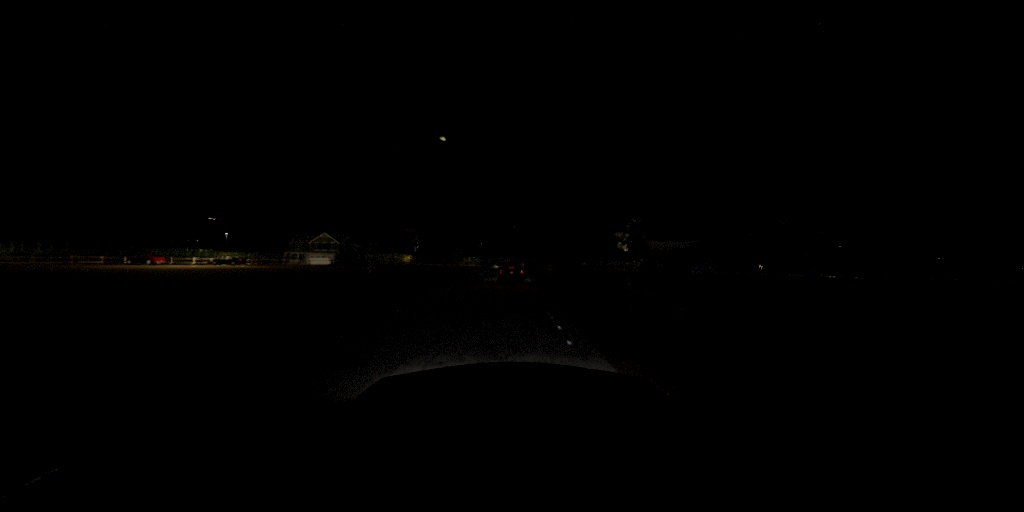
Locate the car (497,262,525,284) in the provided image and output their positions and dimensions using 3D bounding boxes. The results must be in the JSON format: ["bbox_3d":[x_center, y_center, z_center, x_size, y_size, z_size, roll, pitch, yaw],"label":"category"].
[{"bbox_3d":[-0.025,1.265,28.825,2.097,1.767,4.553,1,0,0],"label":"car"}]
